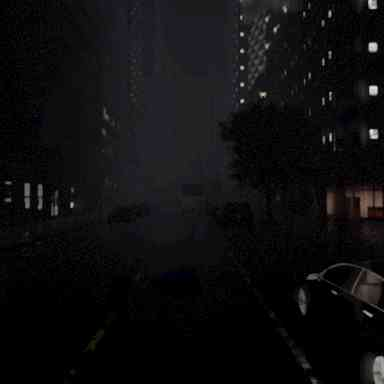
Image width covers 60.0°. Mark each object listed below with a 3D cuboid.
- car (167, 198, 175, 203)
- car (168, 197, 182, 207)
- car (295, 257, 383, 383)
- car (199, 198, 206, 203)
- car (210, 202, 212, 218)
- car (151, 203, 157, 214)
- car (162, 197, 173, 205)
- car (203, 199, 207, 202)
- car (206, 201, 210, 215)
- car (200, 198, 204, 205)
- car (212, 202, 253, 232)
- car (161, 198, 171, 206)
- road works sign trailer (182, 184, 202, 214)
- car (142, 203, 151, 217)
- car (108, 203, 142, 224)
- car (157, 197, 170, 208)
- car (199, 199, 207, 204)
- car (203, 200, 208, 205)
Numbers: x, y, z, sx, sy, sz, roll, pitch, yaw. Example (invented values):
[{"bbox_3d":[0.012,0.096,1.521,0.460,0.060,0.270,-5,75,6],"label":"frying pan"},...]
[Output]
[{"bbox_3d":[-5.627,2.379,89.811,1.802,1.307,4.206,1,0,0],"label":"car"},{"bbox_3d":[-2.984,2.098,64.557,2.128,1.511,4.902,0,0,1],"label":"car"},{"bbox_3d":[2.796,1.601,4.674,2.008,1.369,4.403,0,-1,0],"label":"car"},{"bbox_3d":[2.754,2.379,89.791,1.802,1.307,4.206,1,0,0],"label":"car"},{"bbox_3d":[2.713,1.801,27.541,1.752,1.417,4.829,0,-1,0],"label":"car"},{"bbox_3d":[-5.660,1.931,38.731,2.008,1.369,4.403,0,-1,0],"label":"car"},{"bbox_3d":[-5.632,2.027,78.463,2.192,1.841,5.009,0,0,0],"label":"car"},{"bbox_3d":[2.724,1.958,44.565,1.752,1.417,4.829,0,-1,0],"label":"car"},{"bbox_3d":[2.716,1.873,33.045,1.887,1.381,4.507,0,-1,0],"label":"car"},{"bbox_3d":[2.743,2.234,72.768,1.947,1.339,4.313,0,0,0],"label":"car"},{"bbox_3d":[2.710,1.534,21.699,2.192,1.841,5.009,0,-1,0],"label":"car"},{"bbox_3d":[-5.637,2.108,72.787,1.967,1.590,4.097,0,0,0],"label":"car"},{"bbox_3d":[0.025,0.862,40.641,2.380,3.560,2.880,0,-1,0],"label":"road works sign trailer"},{"bbox_3d":[-5.664,1.879,33.056,2.008,1.369,4.403,0,-1,0],"label":"car"},{"bbox_3d":[-5.668,1.819,27.381,1.887,1.381,4.507,0,-1,0],"label":"car"},{"bbox_3d":[-5.646,2.121,61.434,1.887,1.381,4.507,0,0,0],"label":"car"},{"bbox_3d":[2.750,2.337,84.117,1.802,1.307,4.206,1,0,0],"label":"car"},{"bbox_3d":[2.720,1.931,38.719,2.008,1.369,4.403,0,-1,0],"label":"car"}]
